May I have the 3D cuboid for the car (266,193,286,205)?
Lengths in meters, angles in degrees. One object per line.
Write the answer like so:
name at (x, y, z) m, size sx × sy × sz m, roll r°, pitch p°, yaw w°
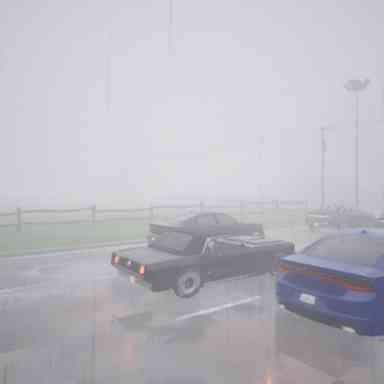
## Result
car at (12.096, 1.358, 54.242) m, size 2.033 × 1.411 × 5.357 m, roll 0°, pitch 0°, yaw -36°

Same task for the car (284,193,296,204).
car at (14.821, 1.358, 56.464) m, size 1.994 × 1.385 × 4.181 m, roll 0°, pitch 0°, yaw -36°

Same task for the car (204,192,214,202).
car at (2.173, 1.034, 67.899) m, size 2.150 × 2.045 × 5.566 m, roll 0°, pitch 0°, yaw -36°

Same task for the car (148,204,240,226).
car at (0.677, 1.442, 12.843) m, size 5.008 × 1.535 × 1.882 m, roll 0°, pitch 0°, yaw -36°

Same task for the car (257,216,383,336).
car at (3.749, 1.447, 6.433) m, size 5.008 × 1.535 × 1.882 m, roll 0°, pitch 0°, yaw -36°

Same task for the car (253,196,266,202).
car at (9.066, 1.391, 52.455) m, size 1.994 × 1.385 × 4.181 m, roll 0°, pitch 0°, yaw -36°

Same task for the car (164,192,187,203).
car at (-3.623, 1.337, 63.908) m, size 2.128 × 1.511 × 4.902 m, roll 0°, pitch 0°, yaw -36°

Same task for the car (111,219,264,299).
car at (0.516, 1.577, 8.423) m, size 4.718 × 1.301 × 1.895 m, roll 0°, pitch 0°, yaw -36°

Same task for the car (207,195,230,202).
car at (5.502, 1.322, 69.305) m, size 2.128 × 1.511 × 4.902 m, roll 0°, pitch 0°, yaw -36°

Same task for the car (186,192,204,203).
car at (-0.574, 1.044, 65.702) m, size 2.150 × 2.045 × 5.566 m, roll 0°, pitch 1°, yaw -36°

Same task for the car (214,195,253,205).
car at (6.221, 1.391, 50.404) m, size 2.033 × 1.411 × 5.357 m, roll 0°, pitch 0°, yaw -36°

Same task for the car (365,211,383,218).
car at (10.314, 1.425, 15.456) m, size 4.892 × 1.490 × 1.837 m, roll 0°, pitch 0°, yaw -36°

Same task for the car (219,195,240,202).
car at (8.097, 1.305, 71.684) m, size 1.812 × 1.442 × 4.674 m, roll 0°, pitch 0°, yaw -36°

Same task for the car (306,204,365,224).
car at (8.267, 1.412, 18.296) m, size 4.902 × 1.511 × 2.128 m, roll 0°, pitch 0°, yaw -36°

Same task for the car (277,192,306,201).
car at (17.364, 1.001, 58.932) m, size 2.150 × 2.045 × 5.566 m, roll 0°, pitch 0°, yaw -36°
